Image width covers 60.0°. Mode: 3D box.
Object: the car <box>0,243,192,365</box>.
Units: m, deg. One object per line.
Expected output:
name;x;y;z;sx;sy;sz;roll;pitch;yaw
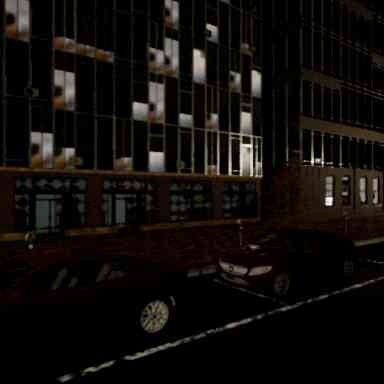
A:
car;-2.105;1.542;5.054;4.507;1.381;1.887;0;0;-35

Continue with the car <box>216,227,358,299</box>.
car;2.534;1.564;8.355;4.206;1.307;1.802;0;0;-35
